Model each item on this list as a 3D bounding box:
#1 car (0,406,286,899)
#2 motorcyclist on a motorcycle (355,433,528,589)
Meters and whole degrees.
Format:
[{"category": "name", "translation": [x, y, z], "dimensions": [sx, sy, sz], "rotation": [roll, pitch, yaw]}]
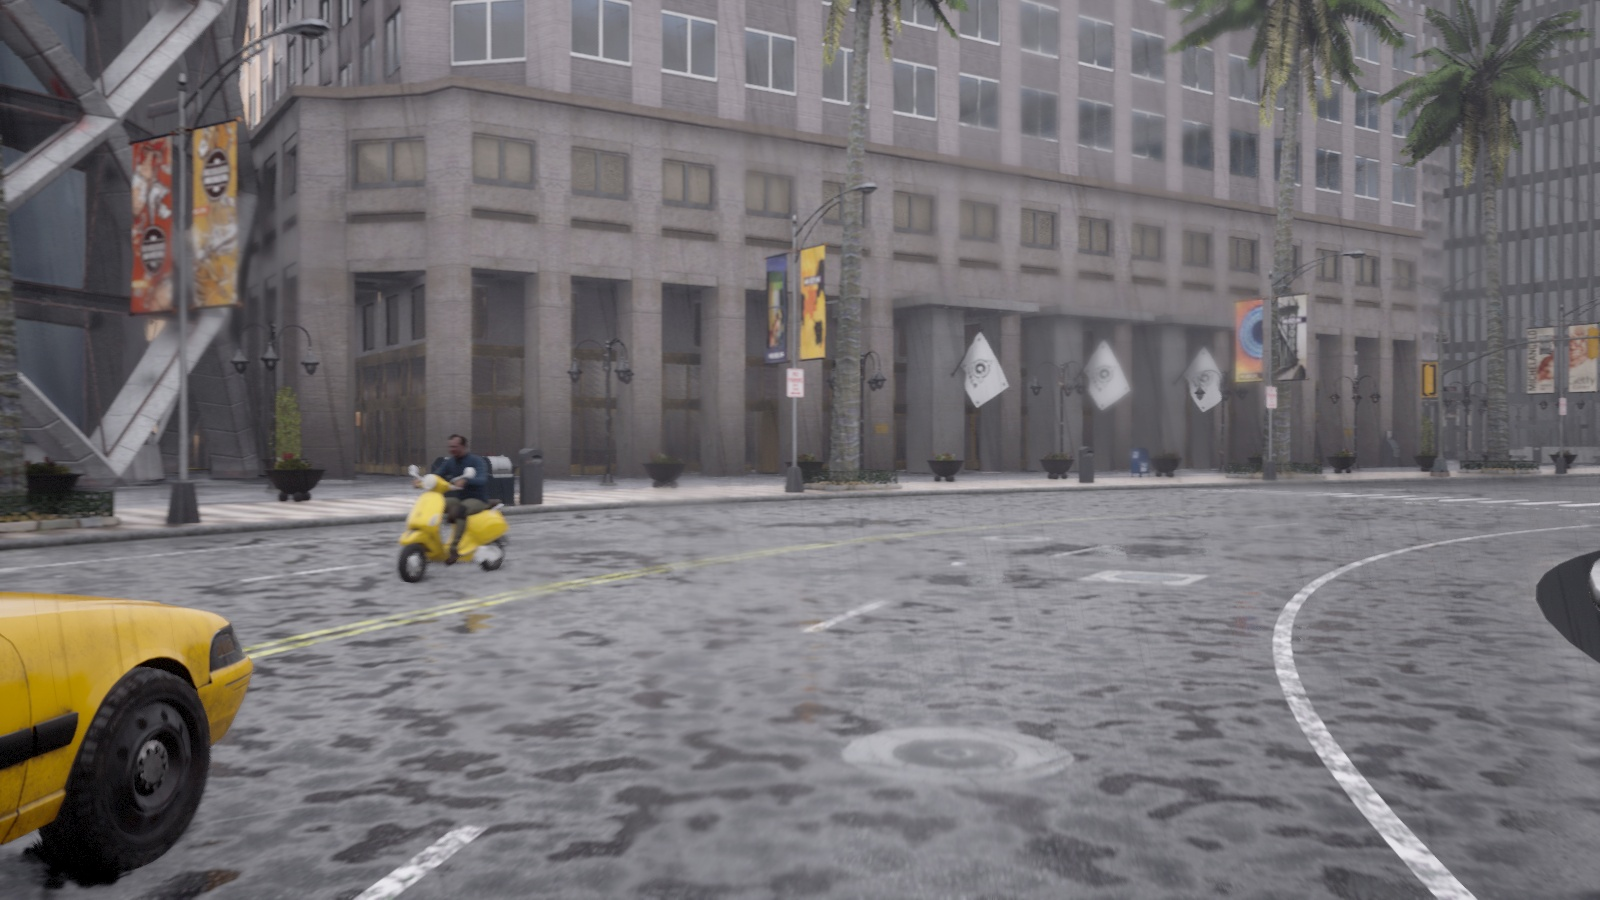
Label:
[{"category": "car", "translation": [-3.290, 0.664, 2.702], "dimensions": [1.801, 1.575, 5.366], "rotation": [0, 0, 5]}, {"category": "motorcyclist on a motorcycle", "translation": [-3.907, 0.614, 13.847], "dimensions": [0.866, 1.590, 1.817], "rotation": [1, 1, 24]}]
